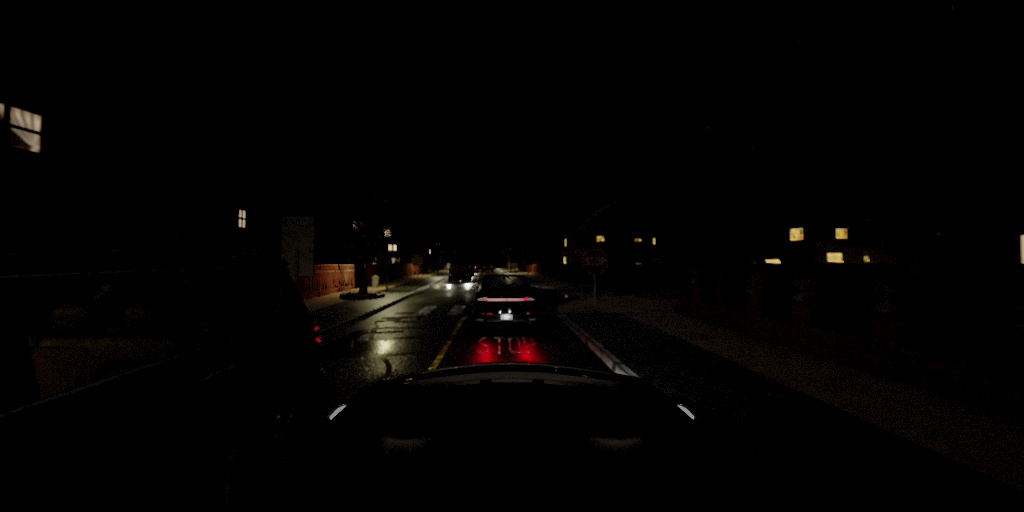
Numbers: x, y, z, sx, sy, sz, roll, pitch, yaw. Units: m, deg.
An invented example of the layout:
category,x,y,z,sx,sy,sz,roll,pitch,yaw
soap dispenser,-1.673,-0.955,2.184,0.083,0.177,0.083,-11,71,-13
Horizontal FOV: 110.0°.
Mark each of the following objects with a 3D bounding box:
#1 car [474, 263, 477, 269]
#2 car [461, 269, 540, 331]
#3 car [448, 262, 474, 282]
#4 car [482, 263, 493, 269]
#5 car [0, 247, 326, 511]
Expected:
category,x,y,z,sx,sy,sz,roll,pitch,yaw
car,-5.594,1.773,44.035,2.033,1.411,5.357,0,-1,-4
car,-0.247,1.332,11.409,2.128,1.511,4.902,0,0,-2
car,-4.712,1.550,32.904,1.882,1.535,5.008,0,-1,-5
car,-4.189,2.038,62.132,1.812,1.442,4.674,0,-1,-5
car,-2.891,0.968,1.263,2.150,2.045,5.566,0,0,0
